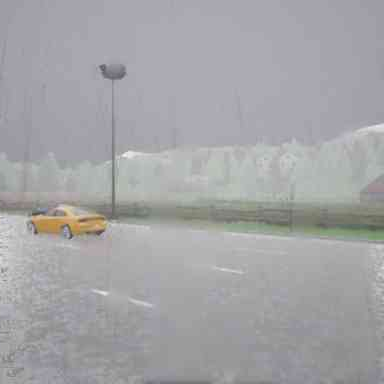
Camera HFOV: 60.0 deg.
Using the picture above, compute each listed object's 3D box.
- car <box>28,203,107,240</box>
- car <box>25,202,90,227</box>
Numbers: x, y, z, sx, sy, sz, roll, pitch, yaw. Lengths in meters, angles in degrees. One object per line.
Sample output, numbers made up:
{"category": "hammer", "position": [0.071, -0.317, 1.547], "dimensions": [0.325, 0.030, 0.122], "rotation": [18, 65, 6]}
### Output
{"category": "car", "position": [-6.573, 1.509, 17.277], "dimensions": [5.008, 1.535, 1.882], "rotation": [0, 0, 35]}
{"category": "car", "position": [-9.698, 1.522, 23.791], "dimensions": [5.008, 1.535, 1.882], "rotation": [0, 0, 35]}
